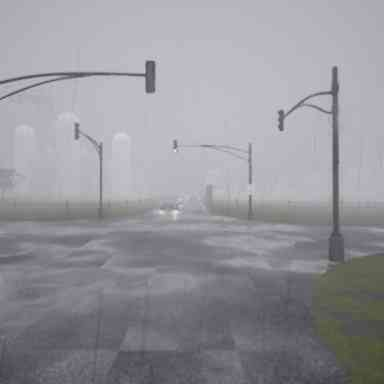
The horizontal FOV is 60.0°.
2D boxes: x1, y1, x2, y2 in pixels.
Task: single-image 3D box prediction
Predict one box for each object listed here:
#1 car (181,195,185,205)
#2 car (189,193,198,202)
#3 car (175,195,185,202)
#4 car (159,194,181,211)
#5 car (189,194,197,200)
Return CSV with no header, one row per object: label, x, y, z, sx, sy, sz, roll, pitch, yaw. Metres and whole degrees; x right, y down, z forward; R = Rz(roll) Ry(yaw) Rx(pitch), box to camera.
car,-2.612,1.199,54.633,2.097,1.767,4.553,0,0,1
car,0.275,1.329,69.165,2.128,1.511,4.902,0,0,0
car,-2.471,1.347,70.023,2.033,1.411,5.357,0,0,0
car,-2.717,1.238,39.661,2.097,1.767,4.553,0,0,0
car,0.330,1.125,79.588,1.837,1.490,4.892,0,0,0
